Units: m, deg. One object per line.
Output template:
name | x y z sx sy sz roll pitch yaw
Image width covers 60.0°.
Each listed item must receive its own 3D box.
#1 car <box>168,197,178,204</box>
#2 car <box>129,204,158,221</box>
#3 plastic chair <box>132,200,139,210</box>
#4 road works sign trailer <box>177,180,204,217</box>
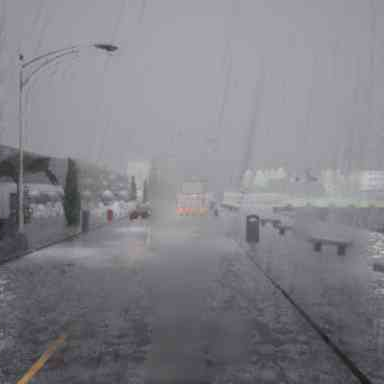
car | -3.987 1.785 70.173 2.128 1.511 4.902 0 0 0
car | -4.092 1.712 28.340 1.895 1.301 4.718 0 0 0
plastic chair | -7.437 1.678 43.745 0.730 1.271 0.750 0 0 -40
road works sign trailer | 0.006 0.594 32.721 2.380 3.560 2.880 0 0 0
